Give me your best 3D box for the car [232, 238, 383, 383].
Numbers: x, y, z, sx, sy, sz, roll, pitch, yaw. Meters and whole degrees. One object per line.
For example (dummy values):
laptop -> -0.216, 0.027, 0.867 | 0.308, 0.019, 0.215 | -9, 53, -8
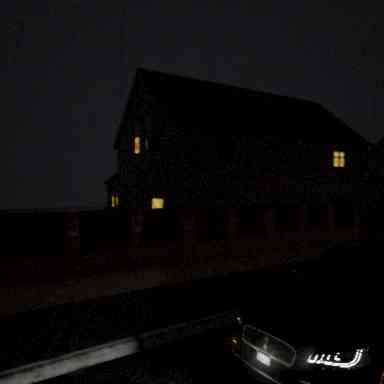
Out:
car -> 2.779, 1.491, 4.769 | 4.892, 1.490, 1.837 | 0, 0, -33
